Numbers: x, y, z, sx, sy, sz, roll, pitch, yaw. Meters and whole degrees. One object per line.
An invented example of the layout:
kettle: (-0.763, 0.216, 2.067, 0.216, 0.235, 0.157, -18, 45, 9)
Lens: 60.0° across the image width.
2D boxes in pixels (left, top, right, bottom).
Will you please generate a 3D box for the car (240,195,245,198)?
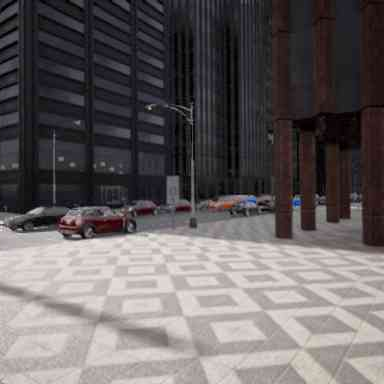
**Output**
car: (4.717, 1.377, 45.349, 2.192, 1.841, 5.009, -1, 0, 36)

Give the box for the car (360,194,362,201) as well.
car: (37.968, 1.336, 76.688, 1.967, 1.590, 4.097, -1, 0, 36)

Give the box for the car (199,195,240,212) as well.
car: (3.323, 1.400, 38.868, 2.097, 1.767, 4.553, -1, 0, 36)

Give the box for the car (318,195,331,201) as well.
car: (34.352, 1.539, 86.222, 1.947, 1.339, 4.313, -1, 0, 36)

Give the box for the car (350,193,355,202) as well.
car: (31.385, 1.459, 67.606, 1.887, 1.381, 4.507, -1, 0, 36)

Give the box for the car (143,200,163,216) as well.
car: (-5.159, 1.540, 31.724, 1.967, 1.590, 4.097, -1, 0, 36)

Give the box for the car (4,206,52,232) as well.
car: (-9.416, 1.627, 21.319, 1.812, 1.442, 4.674, -1, 0, 36)

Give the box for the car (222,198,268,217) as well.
car: (5.047, 1.553, 31.276, 2.008, 1.369, 4.403, -1, 0, 36)

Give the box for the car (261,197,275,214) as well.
car: (8.339, 1.555, 35.817, 1.947, 1.339, 4.313, -1, 0, 36)

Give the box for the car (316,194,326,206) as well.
car: (21.508, 1.509, 53.982, 1.947, 1.339, 4.313, -1, 0, 36)

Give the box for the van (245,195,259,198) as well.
van: (8.010, 1.391, 49.890, 1.690, 1.788, 3.998, -1, 0, 36)

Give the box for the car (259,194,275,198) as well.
car: (11.302, 1.354, 54.432, 2.192, 1.841, 5.009, -1, 0, 36)

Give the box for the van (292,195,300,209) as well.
van: (14.921, 1.306, 44.900, 1.690, 1.788, 3.998, -1, 0, 36)

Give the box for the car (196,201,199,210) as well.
car: (1.427, 1.625, 40.807, 2.008, 1.369, 4.403, -1, 0, 36)

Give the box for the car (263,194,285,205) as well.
car: (14.594, 1.343, 58.973, 2.192, 1.841, 5.009, -1, 0, 36)

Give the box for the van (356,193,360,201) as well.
van: (34.675, 1.246, 72.148, 1.690, 1.788, 3.998, -1, 0, 36)

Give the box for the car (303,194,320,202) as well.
car: (27.765, 1.305, 77.140, 2.192, 1.841, 5.009, -1, 0, 36)

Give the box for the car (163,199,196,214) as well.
car: (-1.867, 1.527, 36.266, 1.967, 1.590, 4.097, -1, 0, 36)

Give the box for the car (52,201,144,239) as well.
car: (-4.831, 1.483, 17.653, 1.967, 1.590, 4.097, -1, 0, 36)

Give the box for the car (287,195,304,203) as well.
car: (21.181, 1.448, 68.056, 1.967, 1.590, 4.097, -1, 0, 36)
